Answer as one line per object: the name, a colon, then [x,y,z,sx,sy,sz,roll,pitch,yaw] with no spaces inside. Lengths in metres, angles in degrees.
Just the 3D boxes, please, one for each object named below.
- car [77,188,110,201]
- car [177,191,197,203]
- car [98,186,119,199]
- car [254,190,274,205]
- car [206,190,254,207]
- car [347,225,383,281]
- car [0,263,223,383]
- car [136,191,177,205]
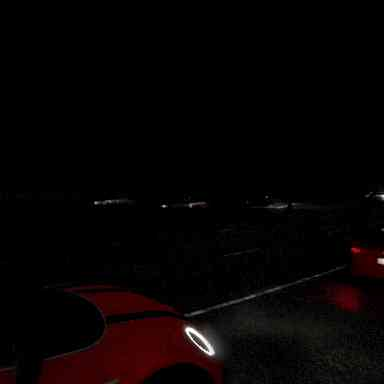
car: [-14.854,0.545,48.811,4.892,1.490,1.837,2,4,33]
car: [-1.599,0.667,44.376,4.892,1.490,1.837,1,3,33]
car: [-14.063,0.053,52.449,5.566,2.045,2.150,3,4,33]
car: [7.138,0.527,38.729,4.553,1.767,2.097,-1,2,32]
car: [3.847,0.843,36.677,4.902,1.511,2.128,0,3,33]
car: [5.802,1.476,8.665,4.181,1.385,1.994,-1,1,-41]
car: [-1.912,1.351,2.571,4.553,1.767,2.097,0,0,-35]
car: [-4.863,0.786,42.326,5.008,1.535,1.882,1,3,33]
